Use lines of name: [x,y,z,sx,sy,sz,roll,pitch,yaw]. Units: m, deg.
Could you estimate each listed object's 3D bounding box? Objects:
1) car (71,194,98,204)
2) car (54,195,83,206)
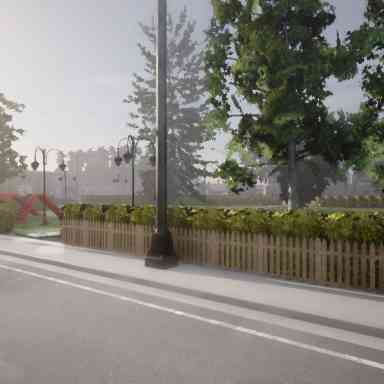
car: [-20.405,1.351,63.496,2.097,1.767,4.553,0,0,36]
car: [-21.250,1.504,55.952,1.837,1.490,4.892,0,0,35]
